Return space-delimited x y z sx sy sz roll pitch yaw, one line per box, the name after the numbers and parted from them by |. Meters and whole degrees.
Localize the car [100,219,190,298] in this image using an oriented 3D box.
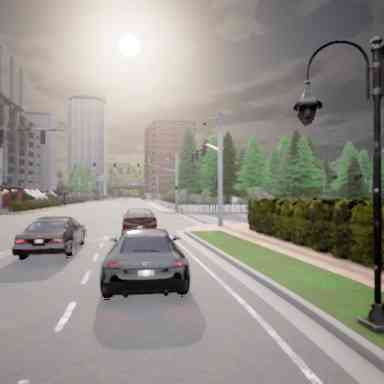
-1.229 1.658 8.834 1.994 1.385 4.181 0 -1 -8 | car

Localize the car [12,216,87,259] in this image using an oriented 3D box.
-5.472 1.690 13.359 2.033 1.411 5.357 0 -1 -10 | car

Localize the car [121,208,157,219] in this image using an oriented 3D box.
-3.104 1.685 19.521 1.882 1.535 5.008 0 -1 -11 | car
